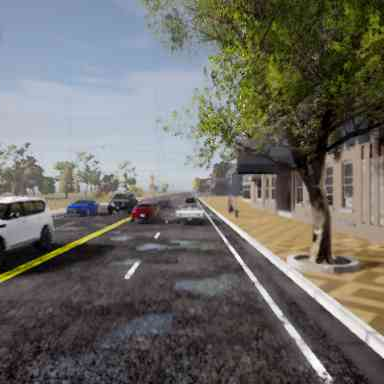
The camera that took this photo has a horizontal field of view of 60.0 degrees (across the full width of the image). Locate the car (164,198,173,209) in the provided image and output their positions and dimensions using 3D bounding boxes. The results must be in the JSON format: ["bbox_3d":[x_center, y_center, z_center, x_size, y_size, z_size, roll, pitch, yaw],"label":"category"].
[{"bbox_3d":[-3.511,1.407,42.950,1.994,1.385,4.181,0,0,0],"label":"car"}]

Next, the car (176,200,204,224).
[{"bbox_3d":[-0.147,1.508,24.225,1.895,1.301,4.718,0,0,0],"label":"car"}]

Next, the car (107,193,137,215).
[{"bbox_3d":[-6.792,1.117,33.175,2.150,2.045,5.566,0,0,0],"label":"car"}]

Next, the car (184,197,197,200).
[{"bbox_3d":[-0.258,1.361,42.069,1.812,1.442,4.674,0,0,0],"label":"car"}]

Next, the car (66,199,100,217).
[{"bbox_3d":[-10.044,1.389,30.998,1.882,1.535,5.008,0,0,0],"label":"car"}]

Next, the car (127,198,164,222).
[{"bbox_3d":[-3.385,1.439,25.029,1.812,1.442,4.674,0,0,0],"label":"car"}]

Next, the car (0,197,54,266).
[{"bbox_3d":[-6.673,1.201,11.317,2.150,2.045,5.566,0,0,0],"label":"car"}]
